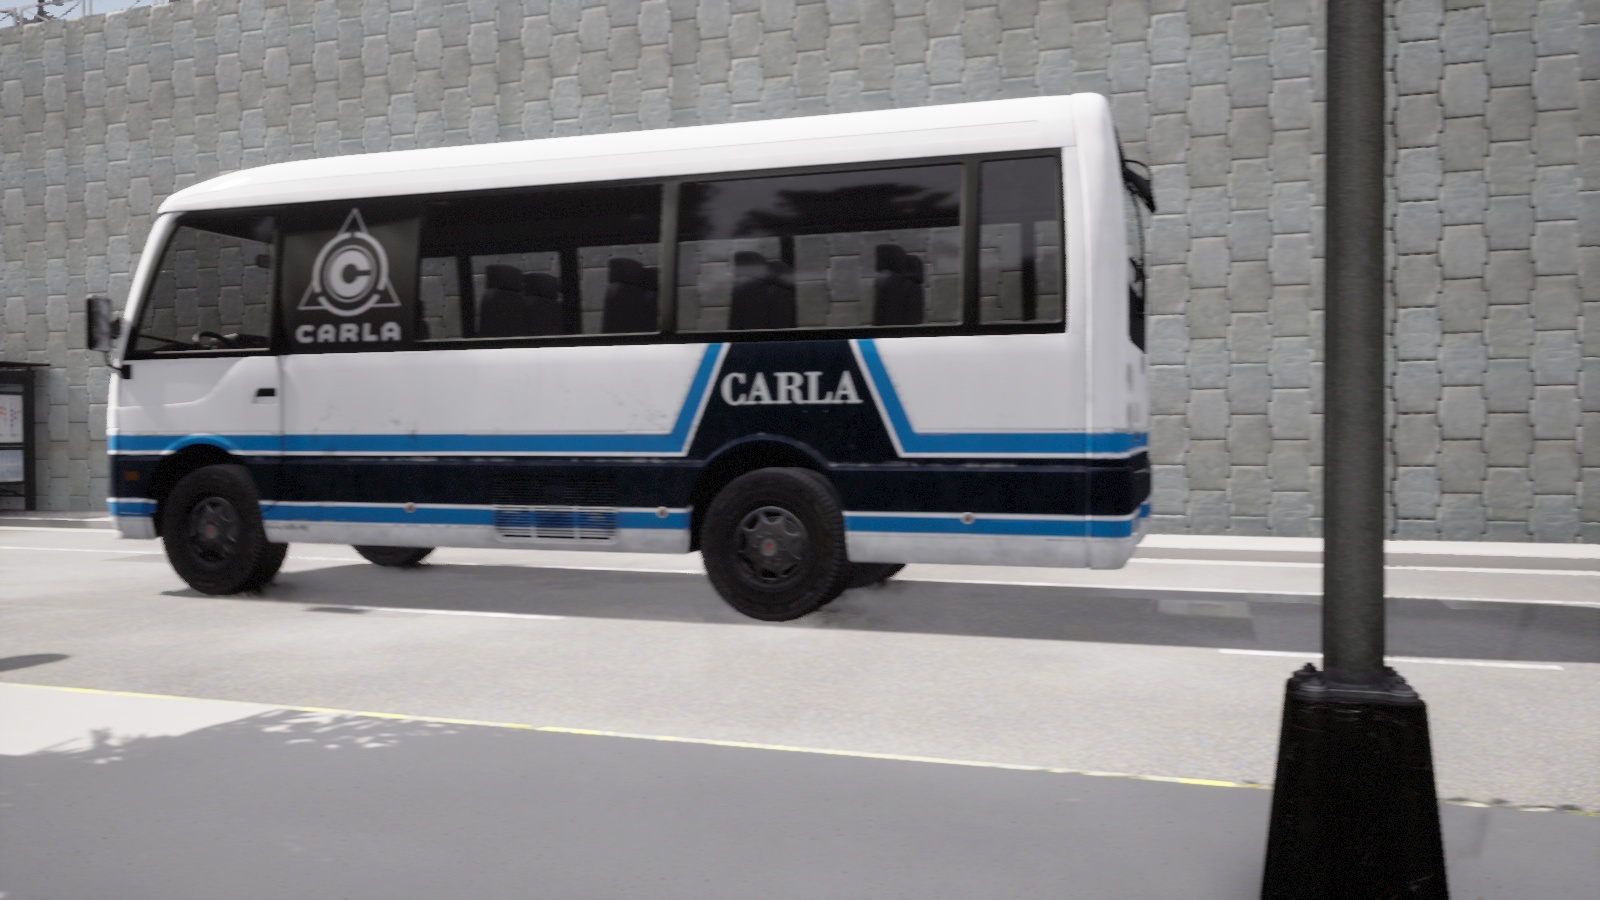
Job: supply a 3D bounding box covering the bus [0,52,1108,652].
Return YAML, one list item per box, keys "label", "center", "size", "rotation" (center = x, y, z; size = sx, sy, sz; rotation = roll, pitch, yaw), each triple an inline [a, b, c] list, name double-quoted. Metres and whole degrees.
- label: "bus"
  center: [-2.410, -0.758, 12.424]
  size: [10.273, 4.253, 3.944]
  rotation: [1, 1, 19]
